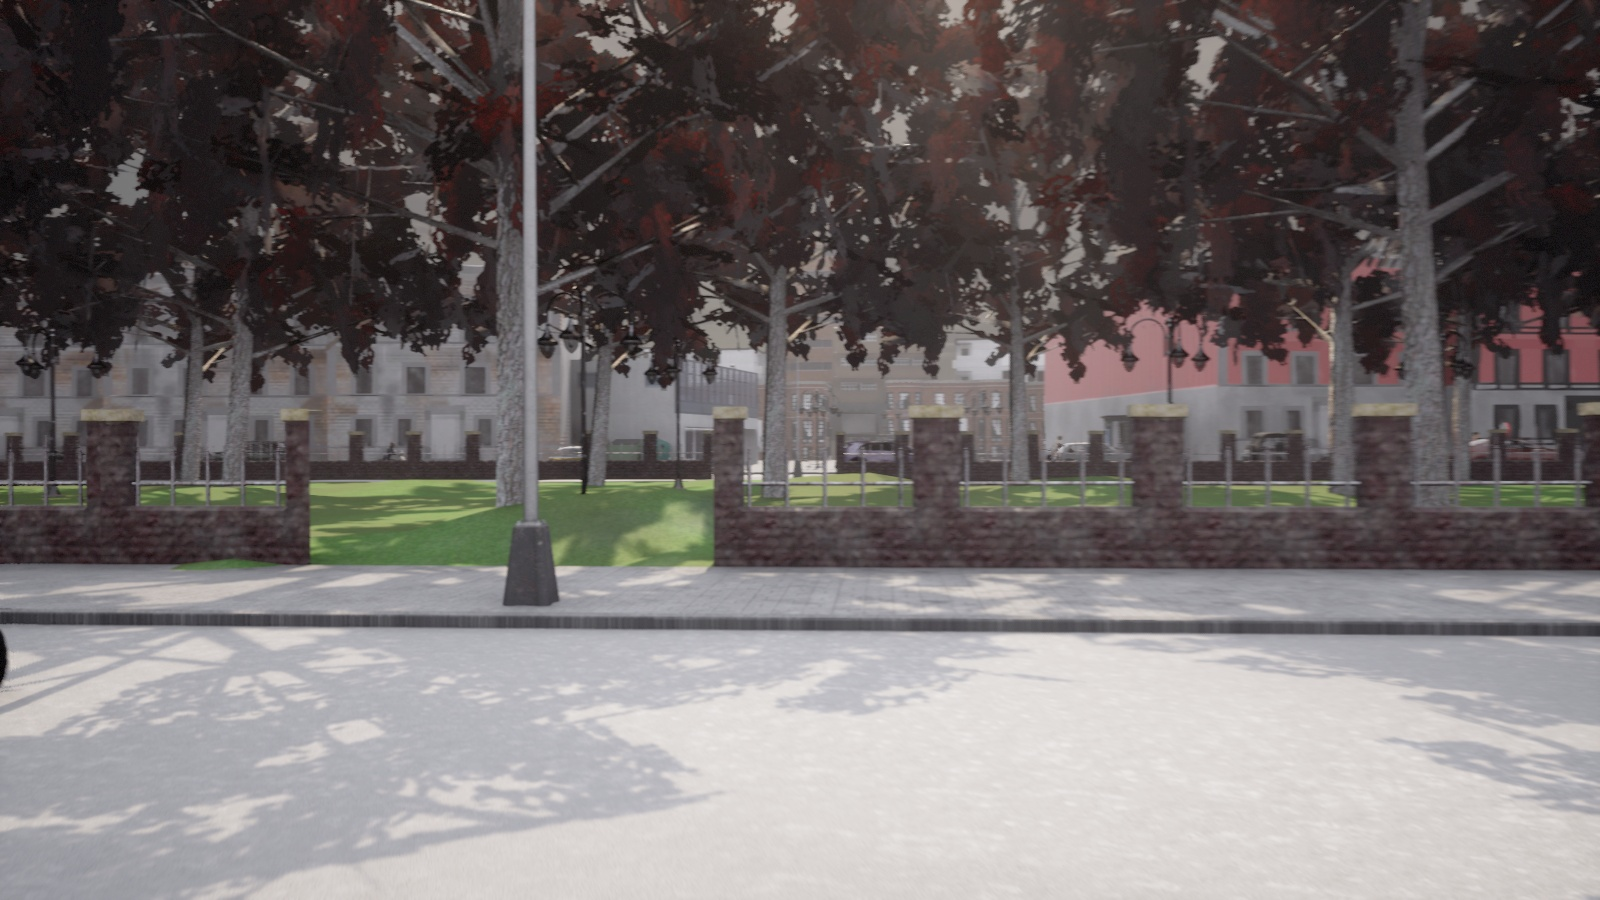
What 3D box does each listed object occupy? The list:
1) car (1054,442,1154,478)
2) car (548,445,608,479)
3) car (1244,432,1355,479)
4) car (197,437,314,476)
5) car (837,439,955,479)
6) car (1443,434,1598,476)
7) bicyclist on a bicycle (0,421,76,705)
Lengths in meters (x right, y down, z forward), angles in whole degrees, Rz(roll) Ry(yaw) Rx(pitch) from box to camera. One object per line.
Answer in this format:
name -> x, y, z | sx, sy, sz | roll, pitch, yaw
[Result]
car -> 12.641, 0.401, 52.412 | 3.806, 1.475, 1.970 | 0, 0, 4
car -> -9.524, 0.505, 53.976 | 2.207, 1.376, 1.481 | -1, 0, 4
car -> 20.567, 0.226, 51.851 | 3.866, 1.878, 1.905 | 0, 0, 4
car -> -25.586, 0.298, 59.098 | 4.553, 1.767, 2.097 | 0, 0, 4
car -> 4.040, 0.372, 53.018 | 4.856, 1.649, 2.033 | 0, 0, 4
car -> 29.331, 0.203, 51.246 | 5.027, 1.651, 2.152 | 0, 0, 5
bicyclist on a bicycle -> -5.247, 0.646, 7.462 | 1.509, 1.612, 0.866 | 0, 2, 23
